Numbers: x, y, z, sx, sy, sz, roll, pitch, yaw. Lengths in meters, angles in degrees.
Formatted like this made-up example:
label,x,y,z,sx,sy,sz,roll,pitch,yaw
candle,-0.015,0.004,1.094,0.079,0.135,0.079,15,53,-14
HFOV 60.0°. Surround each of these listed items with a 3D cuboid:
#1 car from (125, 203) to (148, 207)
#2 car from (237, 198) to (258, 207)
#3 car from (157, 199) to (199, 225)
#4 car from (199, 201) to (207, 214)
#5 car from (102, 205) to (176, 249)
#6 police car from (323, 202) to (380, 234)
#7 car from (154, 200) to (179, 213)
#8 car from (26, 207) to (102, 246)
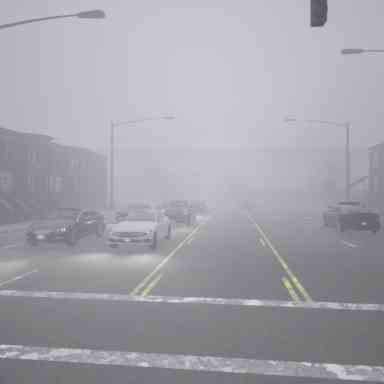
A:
label,x,y,z,sx,sy,sz,roll,pitch,yaw
car,-4.281,1.545,25.952,2.033,1.411,5.357,0,0,7
car,8.333,1.601,50.500,1.895,1.301,4.718,0,0,-8
car,-0.969,1.352,24.157,2.097,1.767,4.553,0,0,7
car,0.437,1.601,35.416,1.895,1.301,4.718,0,0,7
car,-2.133,1.526,14.791,1.812,1.442,4.674,0,0,7
police car,9.146,1.425,19.583,1.930,1.638,5.238,0,0,7
car,-2.817,1.600,37.565,1.895,1.301,4.718,0,0,7
car,-5.579,1.491,15.361,2.128,1.511,4.902,0,0,7
